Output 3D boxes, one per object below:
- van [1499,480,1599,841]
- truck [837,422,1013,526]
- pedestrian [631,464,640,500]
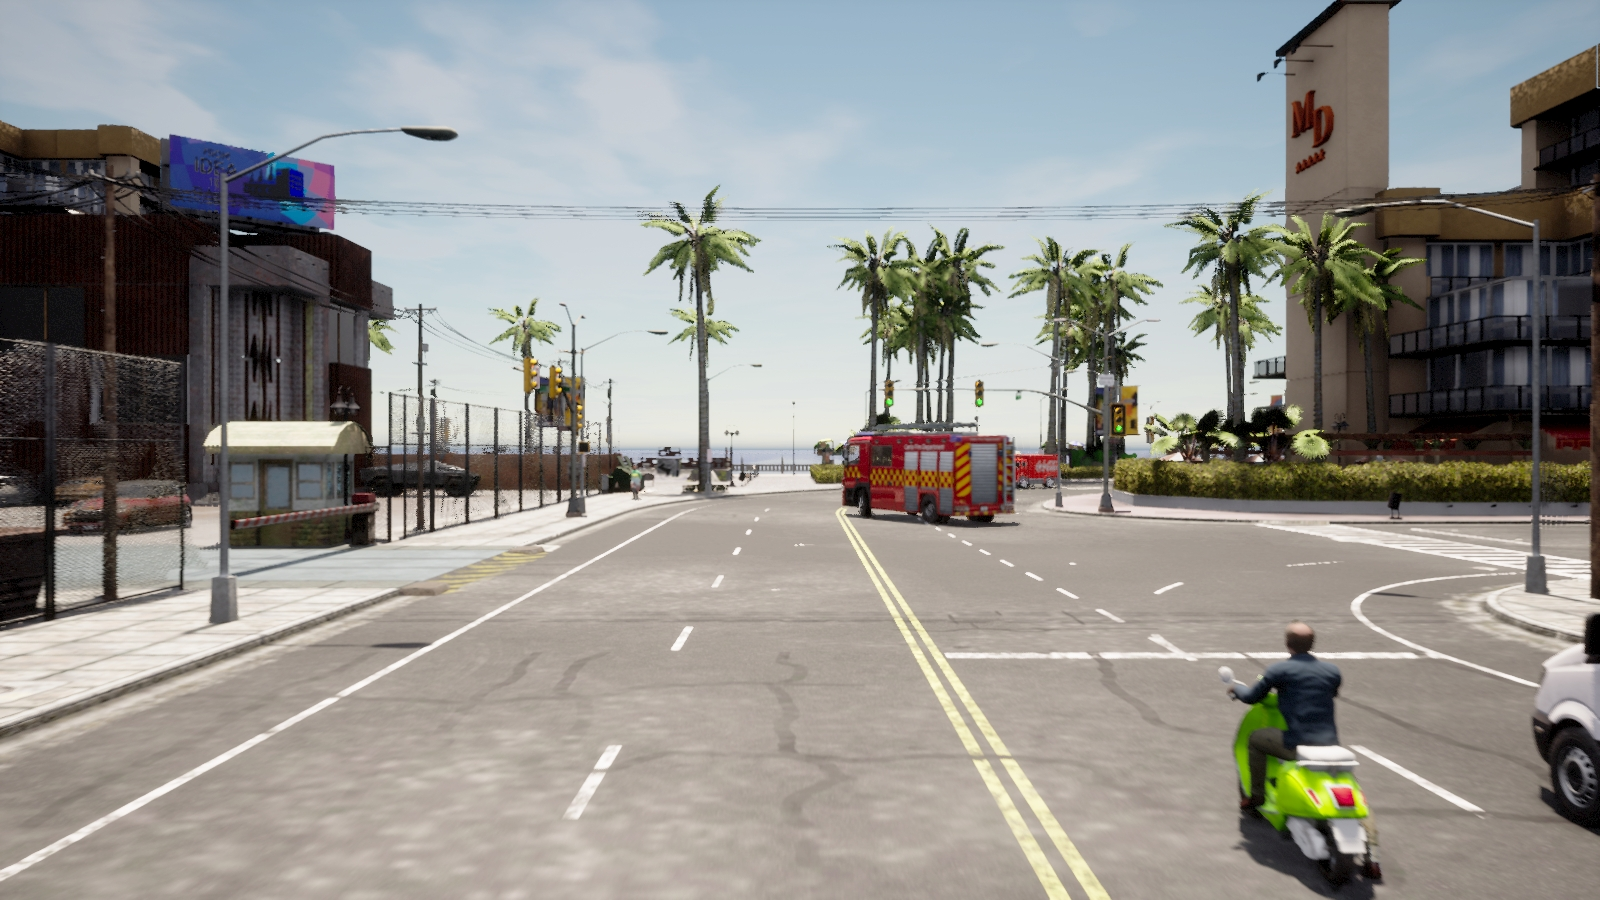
[{"bbox_3d":[6.616,1.534,6.575,1.988,2.561,5.915,0,0,5],"label":"van"},{"bbox_3d":[4.849,0.890,46.580,2.891,3.827,8.468,0,0,-28],"label":"truck"},{"bbox_3d":[-8.708,1.696,60.458,0.375,1.860,0.375,0,0,6],"label":"pedestrian"}]
